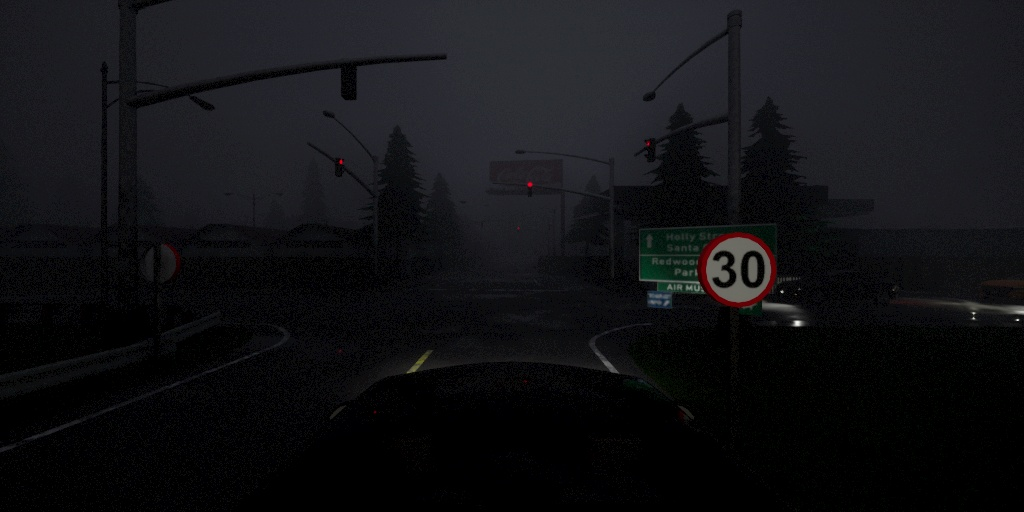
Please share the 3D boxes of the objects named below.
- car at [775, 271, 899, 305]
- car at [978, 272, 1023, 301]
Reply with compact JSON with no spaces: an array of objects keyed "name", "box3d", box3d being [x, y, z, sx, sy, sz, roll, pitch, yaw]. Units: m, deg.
[{"name":"car","box3d":[15.195,1.446,16.931,4.892,1.490,1.837,0,0,1]},{"name":"car","box3d":[25.131,1.419,16.803,5.008,1.535,1.882,0,0,1]}]
